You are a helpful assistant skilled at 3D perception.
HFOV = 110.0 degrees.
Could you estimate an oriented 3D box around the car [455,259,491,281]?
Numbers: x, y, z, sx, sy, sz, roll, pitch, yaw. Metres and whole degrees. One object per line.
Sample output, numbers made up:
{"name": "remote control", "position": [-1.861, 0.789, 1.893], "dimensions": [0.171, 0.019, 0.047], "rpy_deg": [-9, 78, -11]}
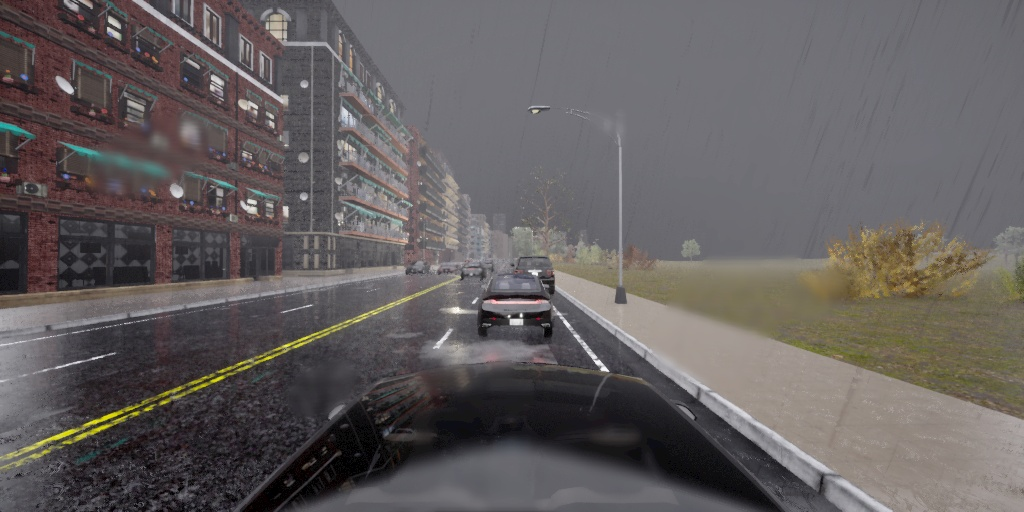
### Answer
{"name": "car", "position": [-3.184, 1.242, 30.406], "dimensions": [2.128, 1.511, 4.902], "rpy_deg": [0, 0, 0]}

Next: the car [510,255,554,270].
{"name": "car", "position": [1.115, 0.977, 20.189], "dimensions": [2.150, 2.045, 5.566], "rpy_deg": [0, 0, 0]}

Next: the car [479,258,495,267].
{"name": "car", "position": [-3.209, 1.242, 45.868], "dimensions": [2.128, 1.511, 4.902], "rpy_deg": [0, 0, 0]}

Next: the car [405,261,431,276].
{"name": "car", "position": [-9.896, 1.256, 38.053], "dimensions": [1.837, 1.490, 4.892], "rpy_deg": [0, 0, 0]}

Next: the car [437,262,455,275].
{"name": "car", "position": [-6.646, 1.315, 38.295], "dimensions": [1.994, 1.385, 4.181], "rpy_deg": [0, 0, 0]}

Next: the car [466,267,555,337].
{"name": "car", "position": [0.090, 1.243, 10.318], "dimensions": [2.128, 1.511, 4.902], "rpy_deg": [0, 0, 0]}
